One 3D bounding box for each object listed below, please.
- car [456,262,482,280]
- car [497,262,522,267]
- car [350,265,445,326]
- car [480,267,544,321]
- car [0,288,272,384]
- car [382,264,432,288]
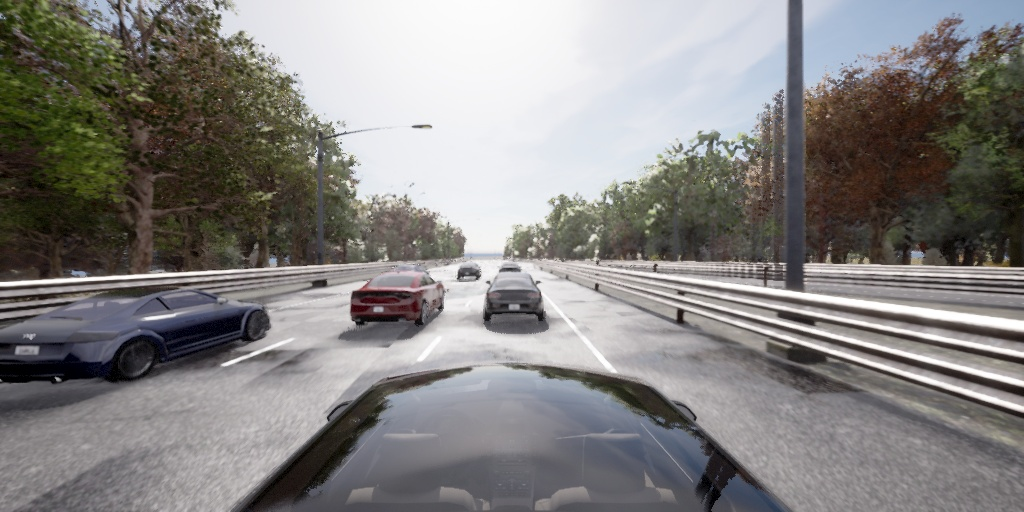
[{"bbox_3d":[-3.713,1.276,31.649,1.812,1.442,4.674,0,0,-1],"label":"car"},{"bbox_3d":[-0.194,1.253,30.657,1.837,1.490,4.892,0,0,-1],"label":"car"},{"bbox_3d":[-3.446,1.224,11.685,1.882,1.535,5.008,0,0,0],"label":"car"},{"bbox_3d":[0.049,1.271,12.391,1.812,1.442,4.674,0,0,0],"label":"car"},{"bbox_3d":[-6.923,1.314,7.121,1.994,1.385,4.181,0,0,0],"label":"car"},{"bbox_3d":[-7.092,1.297,24.859,2.033,1.411,5.357,0,0,-1],"label":"car"}]
